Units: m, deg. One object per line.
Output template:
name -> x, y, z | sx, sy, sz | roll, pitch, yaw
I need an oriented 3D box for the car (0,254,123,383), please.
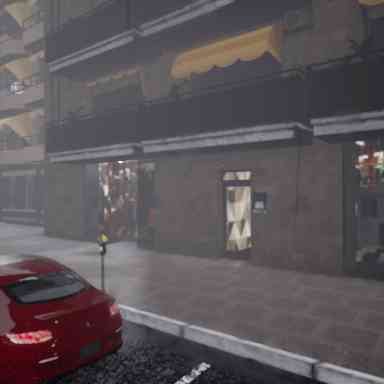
car -> -2.812, 1.596, 4.887 | 4.206, 1.307, 1.802 | 0, 0, 36
